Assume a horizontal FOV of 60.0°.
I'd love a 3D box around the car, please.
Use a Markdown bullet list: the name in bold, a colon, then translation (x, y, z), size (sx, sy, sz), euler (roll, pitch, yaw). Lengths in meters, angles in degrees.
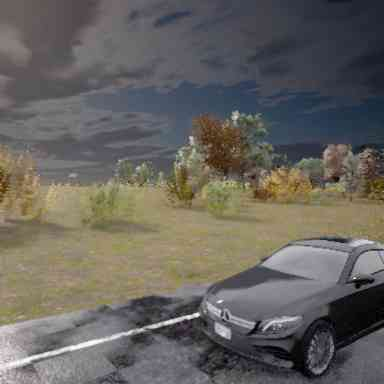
- **car**: translation (2.292, 1.528, 5.625), size (4.674, 1.442, 1.812), euler (0, 0, -35)
